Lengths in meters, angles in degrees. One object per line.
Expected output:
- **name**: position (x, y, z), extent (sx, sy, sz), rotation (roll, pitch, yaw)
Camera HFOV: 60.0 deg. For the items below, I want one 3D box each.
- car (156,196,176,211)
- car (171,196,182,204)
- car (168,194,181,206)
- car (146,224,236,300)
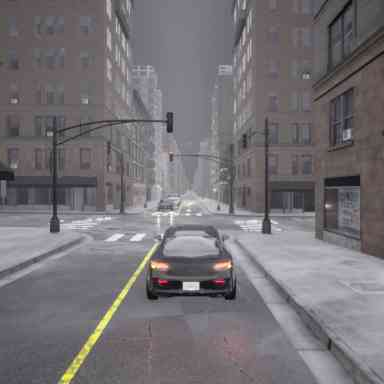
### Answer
- **car**: position (-3.202, 1.555, 40.888), extent (1.837, 1.490, 4.892), rotation (0, 0, -2)
- **car**: position (-3.152, 1.653, 69.281), extent (2.033, 1.411, 5.357), rotation (0, 0, 0)
- **car**: position (-3.200, 1.302, 55.780), extent (2.150, 2.045, 5.566), rotation (0, 0, 1)
- **car**: position (-0.012, 1.527, 8.280), extent (1.812, 1.442, 4.674), rotation (0, 0, 0)
